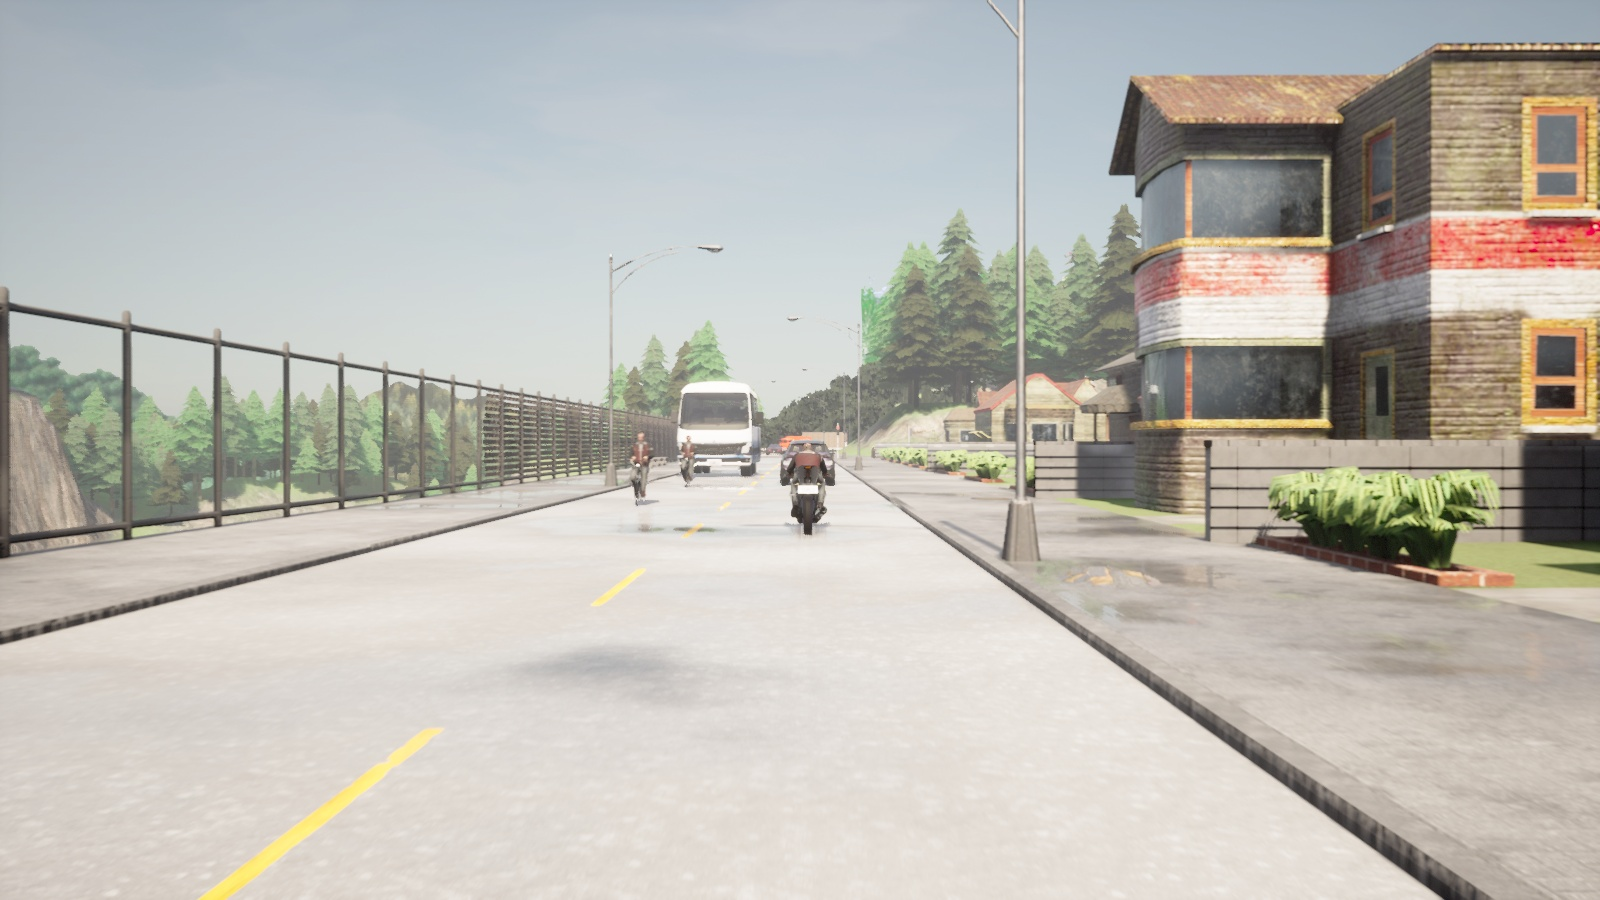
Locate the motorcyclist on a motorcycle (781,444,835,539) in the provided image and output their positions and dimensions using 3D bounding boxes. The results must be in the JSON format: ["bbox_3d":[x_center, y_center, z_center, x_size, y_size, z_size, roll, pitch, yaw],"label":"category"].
[{"bbox_3d":[0.135,0.661,21.384,0.866,1.530,2.191,0,0,0],"label":"motorcyclist on a motorcycle"}]

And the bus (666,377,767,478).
[{"bbox_3d":[-3.654,-0.960,58.129,3.944,4.253,10.273,0,0,0],"label":"bus"}]

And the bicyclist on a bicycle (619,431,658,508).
[{"bbox_3d":[-3.815,0.446,29.773,0.659,1.776,1.843,0,0,0],"label":"bicyclist on a bicycle"}]

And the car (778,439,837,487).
[{"bbox_3d":[0.275,0.420,45.644,2.033,1.649,4.856,0,0,0],"label":"car"}]
